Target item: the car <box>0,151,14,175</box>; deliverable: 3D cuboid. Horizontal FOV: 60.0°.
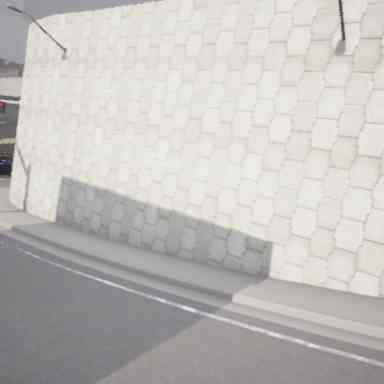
[{"bbox_3d":[-13.101,-2.037,22.931,2.097,1.767,4.553,15,9,31],"label":"car"}]
